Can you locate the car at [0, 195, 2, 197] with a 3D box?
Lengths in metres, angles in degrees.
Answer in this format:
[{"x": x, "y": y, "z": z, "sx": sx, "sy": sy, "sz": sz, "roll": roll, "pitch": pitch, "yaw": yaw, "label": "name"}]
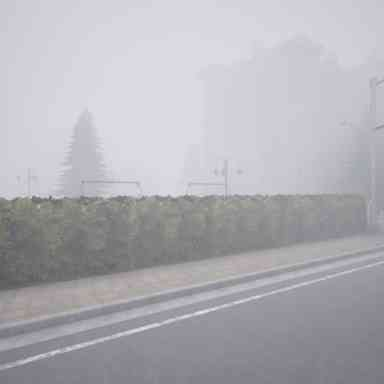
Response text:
[{"x": -40.266, "y": 1.374, "z": 67.273, "sx": 3.633, "sy": 1.501, "sz": 1.845, "roll": 0, "pitch": 0, "yaw": -37, "label": "car"}]
